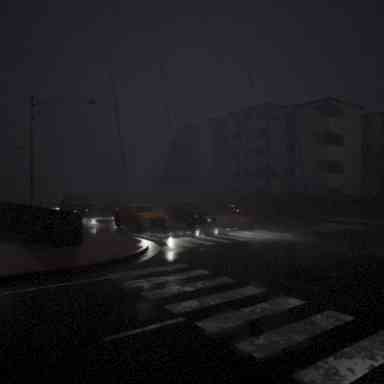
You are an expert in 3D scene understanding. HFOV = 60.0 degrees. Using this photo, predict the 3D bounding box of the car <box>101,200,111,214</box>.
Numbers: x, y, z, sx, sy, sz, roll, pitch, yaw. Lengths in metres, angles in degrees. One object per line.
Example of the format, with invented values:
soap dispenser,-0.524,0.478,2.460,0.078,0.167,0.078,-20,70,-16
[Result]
car,-7.448,1.532,32.732,1.812,1.442,4.674,0,0,-36

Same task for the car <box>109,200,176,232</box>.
car,-3.240,1.482,20.724,1.882,1.535,5.008,0,0,-34

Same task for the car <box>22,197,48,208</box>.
car,-22.840,1.482,47.716,1.882,1.535,5.008,0,0,-42

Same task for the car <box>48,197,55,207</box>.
car,-20.120,1.483,49.899,1.882,1.535,5.008,0,0,-42

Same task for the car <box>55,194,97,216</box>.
car,-10.870,1.218,31.525,2.150,2.045,5.566,0,1,-36

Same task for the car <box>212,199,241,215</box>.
car,2.744,1.520,33.488,1.837,1.490,4.892,6,-4,-40

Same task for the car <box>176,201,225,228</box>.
car,-0.345,1.497,22.771,2.128,1.511,4.902,0,0,-35
